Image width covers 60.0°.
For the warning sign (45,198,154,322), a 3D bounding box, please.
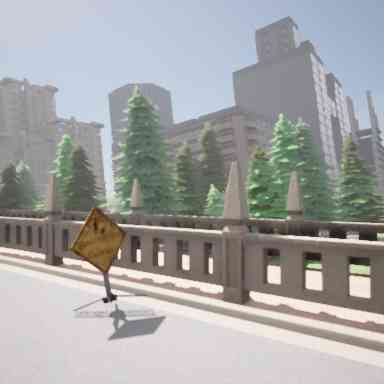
[{"bbox_3d":[-1.684,1.181,6.222,1.060,1.860,1.300,-9,2,35],"label":"warning sign"}]
